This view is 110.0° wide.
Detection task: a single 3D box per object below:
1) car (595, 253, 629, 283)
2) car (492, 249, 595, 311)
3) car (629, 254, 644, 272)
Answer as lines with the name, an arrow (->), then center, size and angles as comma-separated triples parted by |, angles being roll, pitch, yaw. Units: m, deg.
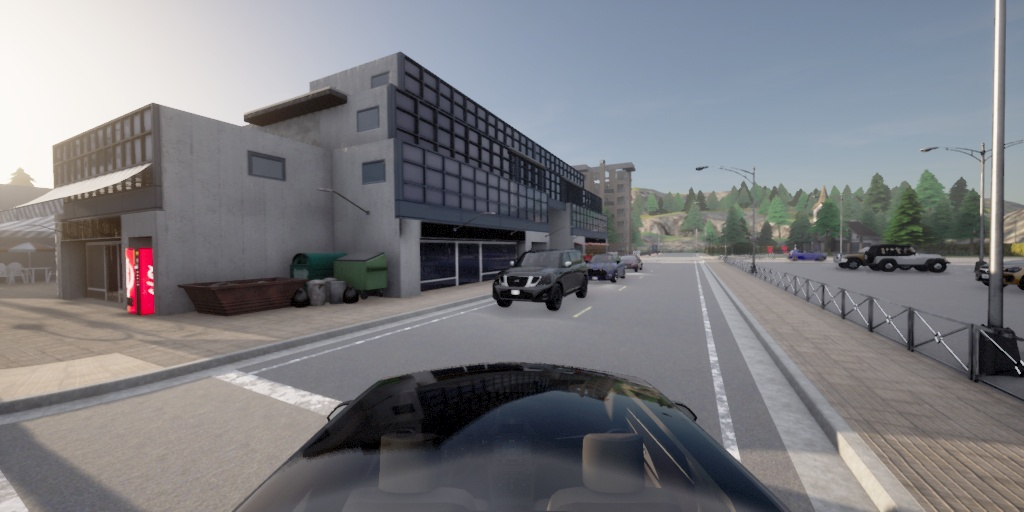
car -> 5.773, 0.650, 22.601 | 2.097, 1.767, 4.553 | 0, 1, 27
car -> 1.348, 0.742, 13.816 | 2.150, 2.045, 5.566 | 0, 1, 27
car -> 10.381, 0.593, 31.737 | 1.812, 1.442, 4.674 | 0, 1, 27
